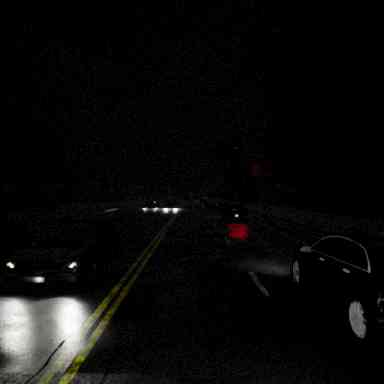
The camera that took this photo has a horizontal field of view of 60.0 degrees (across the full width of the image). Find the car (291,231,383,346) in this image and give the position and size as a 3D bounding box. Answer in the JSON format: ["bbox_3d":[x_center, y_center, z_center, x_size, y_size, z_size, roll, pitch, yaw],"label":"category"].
[{"bbox_3d":[3.348,1.496,6.296,1.837,1.490,4.892,0,0,0],"label":"car"}]

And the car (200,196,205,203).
[{"bbox_3d":[3.245,1.934,66.978,2.128,1.511,4.902,0,-1,0],"label":"car"}]

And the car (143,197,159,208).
[{"bbox_3d":[-6.566,1.625,53.378,2.097,1.767,4.553,0,-1,0],"label":"car"}]

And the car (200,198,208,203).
[{"bbox_3d":[3.243,2.273,88.992,1.837,1.490,4.892,0,-1,0],"label":"car"}]

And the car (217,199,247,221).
[{"bbox_3d":[3.346,1.530,27.331,1.837,1.490,4.892,0,0,0],"label":"car"}]

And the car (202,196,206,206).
[{"bbox_3d":[3.246,1.868,55.972,1.994,1.385,4.181,0,-1,0],"label":"car"}]

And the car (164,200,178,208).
[{"bbox_3d":[-3.317,1.866,52.735,1.895,1.301,4.718,0,-1,0],"label":"car"}]

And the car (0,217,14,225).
[{"bbox_3d":[-6.600,1.479,9.570,2.128,1.511,4.902,0,0,0],"label":"car"}]

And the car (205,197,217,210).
[{"bbox_3d":[3.246,1.680,44.997,2.163,1.488,4.792,0,-1,0],"label":"car"}]

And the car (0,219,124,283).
[{"bbox_3d":[-3.349,1.535,9.939,2.033,1.411,5.357,0,0,0],"label":"car"}]
